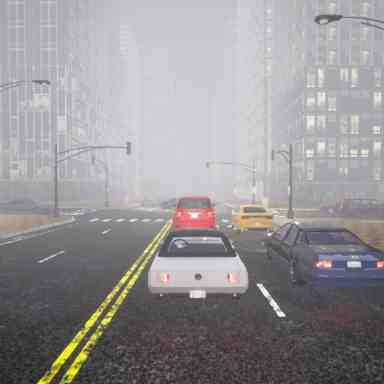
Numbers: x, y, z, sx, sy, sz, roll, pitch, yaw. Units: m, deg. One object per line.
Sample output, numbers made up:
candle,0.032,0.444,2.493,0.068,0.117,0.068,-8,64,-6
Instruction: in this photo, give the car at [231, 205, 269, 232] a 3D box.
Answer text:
car,3.373,1.467,19.206,1.882,1.535,5.008,0,0,1

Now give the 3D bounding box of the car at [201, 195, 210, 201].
car,3.334,1.455,81.595,2.033,1.411,5.357,0,0,0

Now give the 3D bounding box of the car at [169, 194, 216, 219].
car,0.118,1.212,18.119,2.150,2.045,5.566,0,0,0

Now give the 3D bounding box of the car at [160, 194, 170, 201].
car,-6.419,1.280,80.649,2.097,1.767,4.553,0,0,0

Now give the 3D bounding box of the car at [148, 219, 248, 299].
car,0.110,1.597,8.361,1.895,1.301,4.718,0,0,0

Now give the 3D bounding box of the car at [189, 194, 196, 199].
car,0.093,1.263,92.017,1.812,1.442,4.674,0,0,0

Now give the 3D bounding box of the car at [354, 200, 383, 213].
car,21.850,1.641,39.074,4.829,1.417,1.752,1,0,1

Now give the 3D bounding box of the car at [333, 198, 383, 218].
car,16.233,1.518,30.793,5.009,1.841,2.192,1,0,1

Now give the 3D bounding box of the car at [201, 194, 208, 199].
car,3.343,1.263,92.013,1.812,1.442,4.674,0,0,0

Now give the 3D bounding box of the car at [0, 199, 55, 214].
car,-16.673,1.414,33.945,5.357,1.411,2.033,1,1,1

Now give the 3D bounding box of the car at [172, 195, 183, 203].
car,-3.178,1.463,71.558,2.128,1.511,4.902,0,0,0

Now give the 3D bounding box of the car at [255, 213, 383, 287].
car,3.365,1.543,9.388,2.033,1.411,5.357,0,0,0

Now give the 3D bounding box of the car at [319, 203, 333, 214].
car,16.557,1.589,36.572,5.008,1.535,1.882,1,1,1

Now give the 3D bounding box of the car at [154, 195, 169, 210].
car,-1.934,1.428,39.910,1.812,1.442,4.674,1,1,38

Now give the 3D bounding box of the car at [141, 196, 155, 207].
car,-6.543,1.455,50.775,2.128,1.511,4.902,0,0,0

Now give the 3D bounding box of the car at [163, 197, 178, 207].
car,-3.287,1.527,51.209,1.994,1.385,4.181,0,0,0

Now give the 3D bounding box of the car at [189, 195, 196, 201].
car,0.083,1.439,82.015,1.812,1.442,4.674,0,0,0
